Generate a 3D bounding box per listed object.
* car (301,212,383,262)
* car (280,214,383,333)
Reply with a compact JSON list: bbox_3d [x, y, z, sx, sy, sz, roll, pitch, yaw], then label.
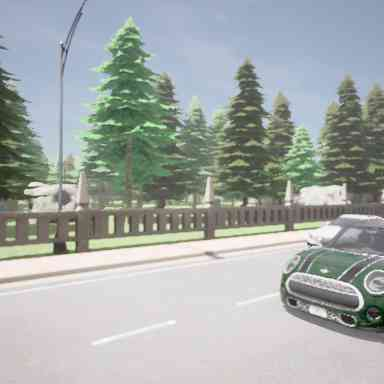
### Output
[{"bbox_3d":[6.502,1.630,13.151,4.674,1.442,1.812,1,0,-36],"label":"car"},{"bbox_3d":[3.910,1.409,6.899,4.553,1.767,2.097,0,0,-36],"label":"car"}]
